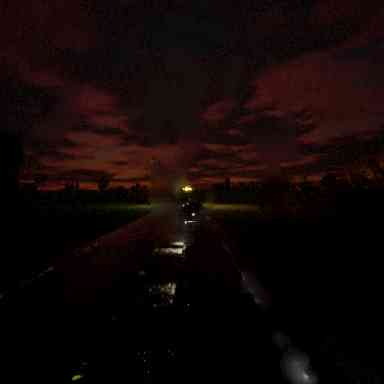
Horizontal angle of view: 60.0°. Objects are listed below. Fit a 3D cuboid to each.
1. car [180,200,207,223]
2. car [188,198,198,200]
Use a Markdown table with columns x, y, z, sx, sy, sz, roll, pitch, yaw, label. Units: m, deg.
| x | y | z | sx | sy | sz | roll | pitch | yaw | label |
| --- | --- | --- | --- | --- | --- | --- | --- | --- | --- |
| 0.102 | 1.559 | 25.517 | 1.994 | 1.385 | 4.181 | 0 | 0 | 0 | car |
| 0.091 | 1.507 | 42.800 | 1.812 | 1.442 | 4.674 | 0 | 0 | 0 | car |
